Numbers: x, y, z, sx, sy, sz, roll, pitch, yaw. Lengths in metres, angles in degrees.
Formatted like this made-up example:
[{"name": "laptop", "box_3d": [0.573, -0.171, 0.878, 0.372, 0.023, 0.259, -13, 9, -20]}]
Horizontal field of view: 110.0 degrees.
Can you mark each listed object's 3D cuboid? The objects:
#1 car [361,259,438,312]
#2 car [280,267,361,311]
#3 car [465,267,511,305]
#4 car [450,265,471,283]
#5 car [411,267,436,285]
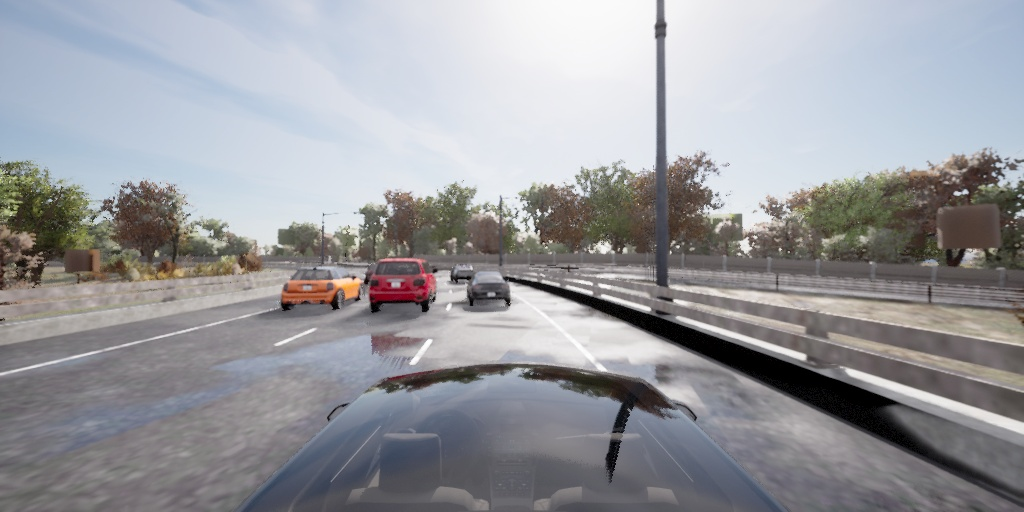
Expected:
[{"name": "car", "box_3d": [-4.449, 1.125, 15.289, 2.150, 2.045, 5.566, 0, 0, -8]}, {"name": "car", "box_3d": [-8.054, 1.259, 15.695, 2.097, 1.767, 4.553, 0, -1, -8]}, {"name": "car", "box_3d": [-1.175, 1.440, 17.024, 1.812, 1.442, 4.674, 0, 0, -8]}, {"name": "car", "box_3d": [-4.504, 1.575, 32.490, 2.128, 1.511, 4.902, 0, 0, -16]}, {"name": "car", "box_3d": [-7.807, 1.675, 31.334, 1.895, 1.301, 4.718, 0, -1, -16]}]
